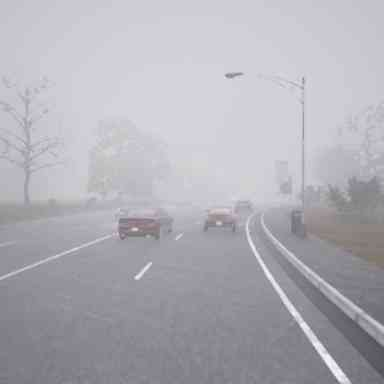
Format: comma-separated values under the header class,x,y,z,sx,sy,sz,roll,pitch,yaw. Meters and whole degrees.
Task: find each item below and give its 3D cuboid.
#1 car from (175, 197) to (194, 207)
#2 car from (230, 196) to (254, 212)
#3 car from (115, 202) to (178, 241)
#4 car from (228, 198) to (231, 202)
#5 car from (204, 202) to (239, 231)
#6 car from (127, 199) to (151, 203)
class,x,y,z,sx,sy,sz,roll,pitch,yaw
car,-1.222,1.538,51.447,1.837,1.490,4.892,0,0,20
car,6.486,1.560,40.852,2.128,1.511,4.902,0,0,17
car,-2.203,1.488,16.995,1.882,1.535,5.008,0,0,7
car,8.499,1.588,65.291,1.812,1.442,4.674,0,0,25
car,1.828,1.554,20.573,1.812,1.442,4.674,0,0,9
car,-4.401,1.361,26.643,2.097,1.767,4.553,0,0,11
